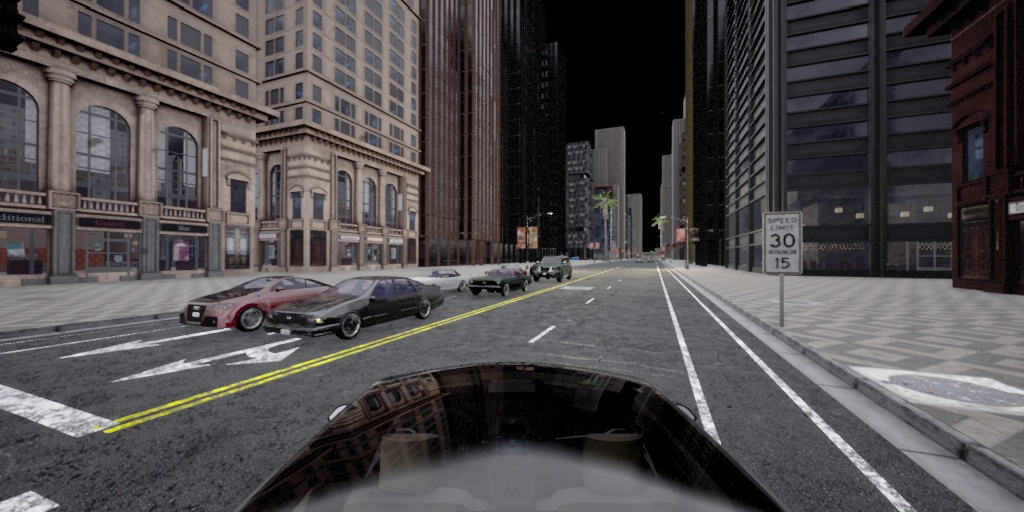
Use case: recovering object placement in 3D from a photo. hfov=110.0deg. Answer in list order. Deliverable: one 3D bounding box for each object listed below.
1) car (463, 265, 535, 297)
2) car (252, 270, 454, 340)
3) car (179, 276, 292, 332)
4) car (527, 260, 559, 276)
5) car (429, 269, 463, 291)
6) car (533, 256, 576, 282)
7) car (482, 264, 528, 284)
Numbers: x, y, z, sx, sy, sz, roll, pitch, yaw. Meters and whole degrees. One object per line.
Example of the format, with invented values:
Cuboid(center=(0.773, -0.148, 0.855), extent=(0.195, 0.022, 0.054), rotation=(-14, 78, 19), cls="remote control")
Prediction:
Cuboid(center=(-0.528, 1.355, 19.364), extent=(1.895, 1.301, 4.718), rotation=(0, 0, 22), cls="car")
Cuboid(center=(-4.064, 1.298, 10.450), extent=(2.033, 1.411, 5.357), rotation=(0, 0, 22), cls="car")
Cuboid(center=(-7.335, 1.315, 11.006), extent=(1.994, 1.385, 4.181), rotation=(0, 0, 22), cls="car")
Cuboid(center=(3.363, 1.245, 37.884), extent=(1.882, 1.535, 5.008), rotation=(0, 0, 22), cls="car")
Cuboid(center=(-4.109, 1.354, 19.152), extent=(1.895, 1.301, 4.718), rotation=(0, 0, 22), cls="car")
Cuboid(center=(3.420, 0.982, 29.305), extent=(2.150, 2.045, 5.566), rotation=(0, 0, 21), cls="car")
Cuboid(center=(-0.435, 1.360, 28.412), extent=(1.895, 1.301, 4.718), rotation=(0, 0, 22), cls="car")
